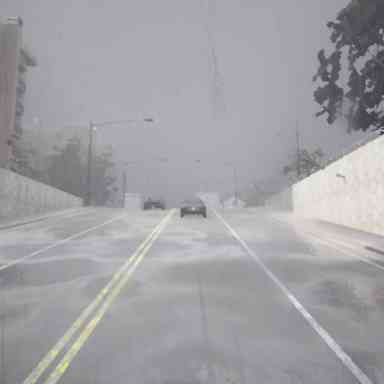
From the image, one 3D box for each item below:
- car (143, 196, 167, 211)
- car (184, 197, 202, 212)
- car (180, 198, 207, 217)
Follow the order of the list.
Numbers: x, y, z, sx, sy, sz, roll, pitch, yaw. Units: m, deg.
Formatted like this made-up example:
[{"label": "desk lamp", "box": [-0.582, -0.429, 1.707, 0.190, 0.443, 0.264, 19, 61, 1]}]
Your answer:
[{"label": "car", "box": [-3.500, 1.057, 32.069, 1.895, 1.301, 4.718, 0, 0, 0]}, {"label": "car", "box": [0.126, 1.509, 38.853, 1.895, 1.301, 4.718, 0, -8, 0]}, {"label": "car", "box": [0.107, 1.113, 25.704, 1.994, 1.385, 4.181, 0, 1, 0]}]
